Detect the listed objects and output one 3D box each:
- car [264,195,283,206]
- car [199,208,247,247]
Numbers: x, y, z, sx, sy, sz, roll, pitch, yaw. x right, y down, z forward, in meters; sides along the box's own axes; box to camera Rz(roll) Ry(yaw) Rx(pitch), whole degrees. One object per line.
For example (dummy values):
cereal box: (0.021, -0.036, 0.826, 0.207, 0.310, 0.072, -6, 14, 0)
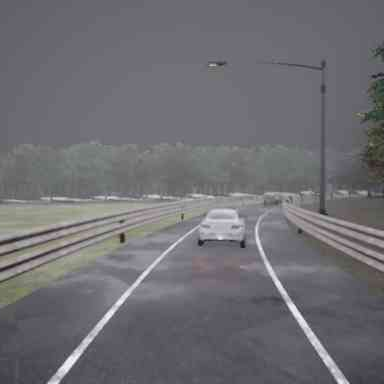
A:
car: (11.006, 1.077, 44.610, 2.128, 1.511, 4.902, 0, 1, 28)
car: (1.391, 1.409, 14.494, 1.812, 1.442, 4.674, 0, 1, 9)
